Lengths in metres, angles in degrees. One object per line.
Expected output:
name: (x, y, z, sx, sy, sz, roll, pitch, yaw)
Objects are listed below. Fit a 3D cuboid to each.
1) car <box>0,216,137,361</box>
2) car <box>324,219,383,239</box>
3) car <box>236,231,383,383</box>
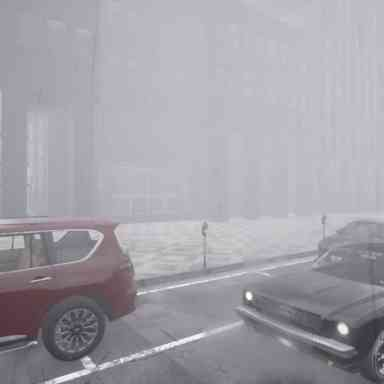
car: (-3.168, 1.315, 4.389, 5.009, 1.841, 2.192, 0, 0, -36)
car: (5.964, 1.571, 10.906, 4.313, 1.339, 1.947, 0, 0, -36)
car: (2.992, 1.603, 5.517, 4.718, 1.301, 1.895, 0, 0, -36)
